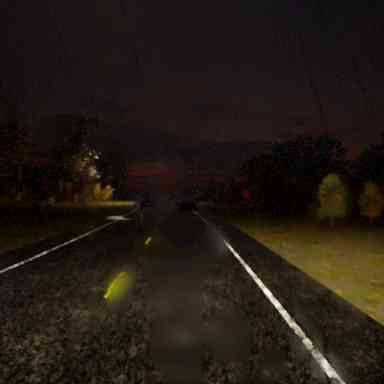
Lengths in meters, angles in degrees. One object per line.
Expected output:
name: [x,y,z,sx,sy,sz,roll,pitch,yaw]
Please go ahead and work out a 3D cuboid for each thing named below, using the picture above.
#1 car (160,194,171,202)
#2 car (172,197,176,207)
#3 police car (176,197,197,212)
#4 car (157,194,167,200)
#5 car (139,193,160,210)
car: [-5.576,1.352,73.605,1.837,1.490,4.892,0,0,-9]
car: [-1.429,1.441,48.687,1.882,1.535,5.008,0,0,-6]
police car: [-0.539,1.400,38.781,1.930,1.638,5.238,0,0,-5]
car: [-8.184,1.325,89.280,2.128,1.511,4.902,0,0,-11]
car: [-5.624,1.194,43.523,2.150,2.045,5.566,0,0,-5]
